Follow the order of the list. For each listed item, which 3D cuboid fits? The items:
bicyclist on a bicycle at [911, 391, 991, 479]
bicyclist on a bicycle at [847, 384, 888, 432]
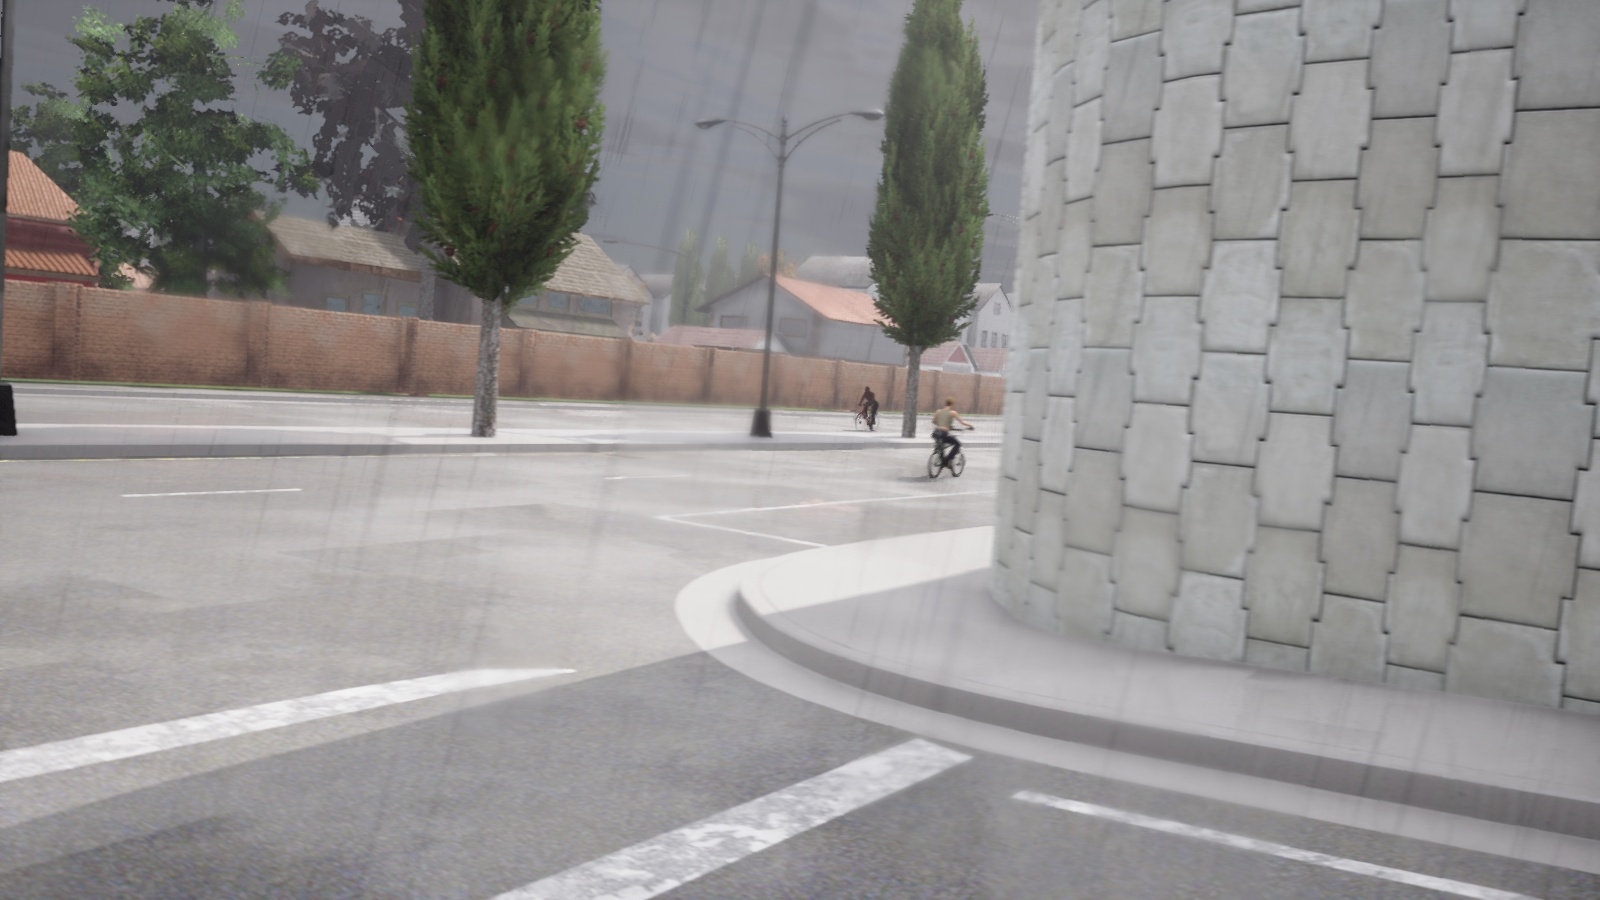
[{"bbox_3d":[2.961,-0.299,24.564,0.866,1.612,1.509,6,4,34],"label":"bicyclist on a bicycle"},{"bbox_3d":[2.395,-1.483,44.420,0.582,1.620,1.656,6,4,33],"label":"bicyclist on a bicycle"}]
